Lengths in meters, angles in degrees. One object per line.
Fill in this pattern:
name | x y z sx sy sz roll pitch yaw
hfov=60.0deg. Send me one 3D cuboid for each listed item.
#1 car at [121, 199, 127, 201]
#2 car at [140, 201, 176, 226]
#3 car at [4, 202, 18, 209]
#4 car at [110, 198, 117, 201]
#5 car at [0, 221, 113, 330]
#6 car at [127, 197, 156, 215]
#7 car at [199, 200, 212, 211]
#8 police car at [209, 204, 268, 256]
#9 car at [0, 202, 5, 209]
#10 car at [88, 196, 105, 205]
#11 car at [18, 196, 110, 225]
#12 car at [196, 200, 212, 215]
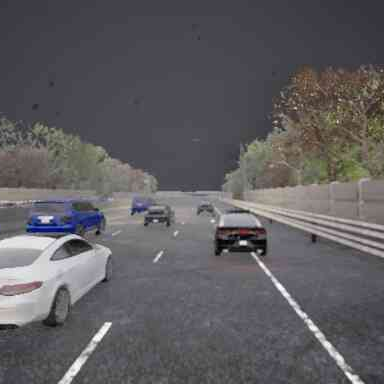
car | -14.649 2.216 73.726 1.994 1.385 4.181 0 -1 2
car | -2.381 1.712 25.043 1.837 1.490 4.892 0 0 2
car | -16.280 1.875 33.227 1.994 1.385 4.181 0 0 2
car | -18.115 2.191 74.692 1.812 1.442 4.674 0 -1 2
car | -3.065 1.587 7.005 1.812 1.442 4.674 0 0 2
car | -5.406 1.543 37.761 2.150 2.045 5.566 0 0 2
car | 1.922 1.900 48.815 1.837 1.490 4.892 0 -1 2
police car | 1.820 1.529 13.787 1.930 1.638 5.238 0 0 2
car | -19.739 1.835 34.359 1.837 1.490 4.892 0 0 2
car | -21.583 1.895 75.629 2.150 2.045 5.566 0 -1 2
car | -6.193 1.372 17.000 2.150 2.045 5.566 0 0 2
car | 1.567 1.811 38.142 1.837 1.490 4.892 0 -1 3
